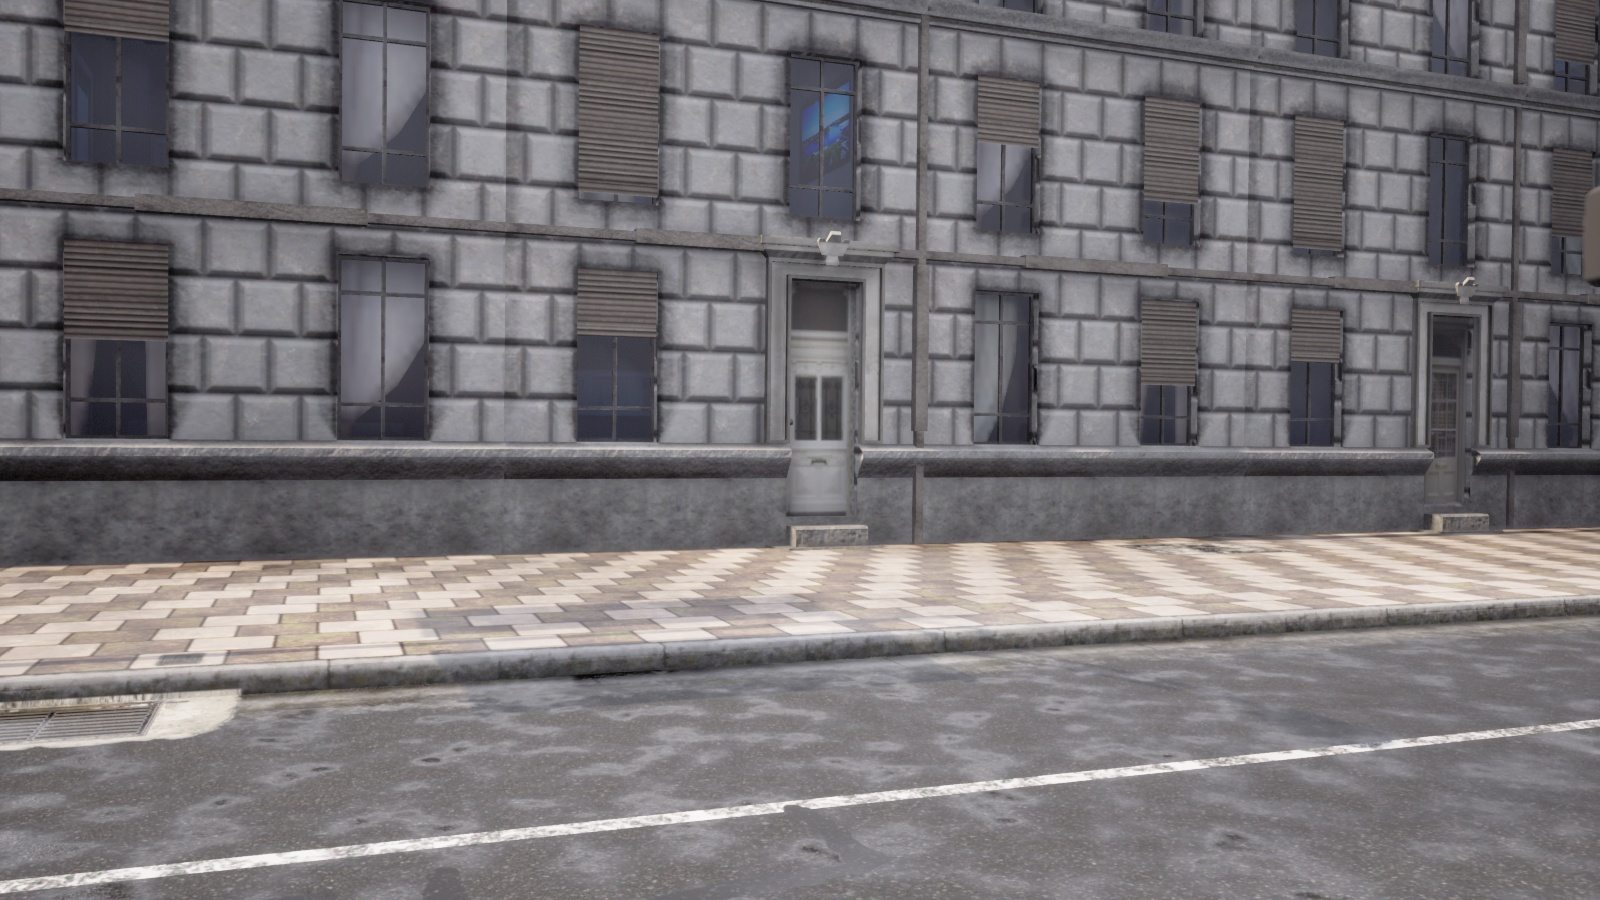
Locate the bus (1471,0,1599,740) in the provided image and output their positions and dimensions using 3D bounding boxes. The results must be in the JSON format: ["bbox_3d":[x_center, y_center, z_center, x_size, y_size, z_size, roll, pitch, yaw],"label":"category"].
[{"bbox_3d":[9.098,-0.786,6.705,10.273,4.253,3.944,-1,1,-21],"label":"bus"}]
